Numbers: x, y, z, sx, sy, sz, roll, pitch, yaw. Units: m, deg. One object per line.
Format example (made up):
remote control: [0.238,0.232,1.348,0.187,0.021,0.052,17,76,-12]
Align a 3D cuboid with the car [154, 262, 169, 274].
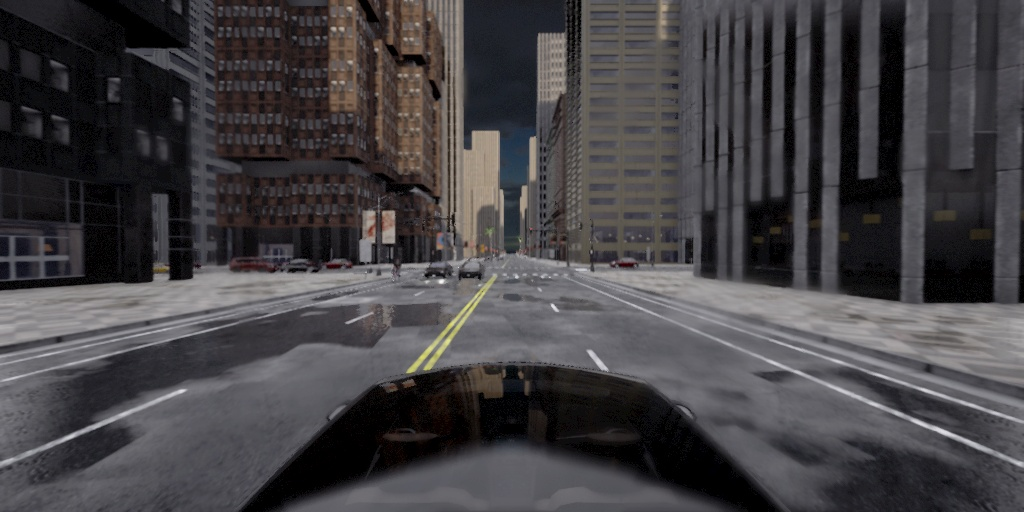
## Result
car: [-40.830,1.405,42.021,4.829,1.417,1.751,0,0,0]

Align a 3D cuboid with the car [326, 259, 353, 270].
car: [-24.724,1.125,50.552,4.097,1.591,1.967,0,0,0]

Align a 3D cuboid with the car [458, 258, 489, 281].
car: [-3.291,1.185,29.762,1.882,1.535,5.008,0,0,1]

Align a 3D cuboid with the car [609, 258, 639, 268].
car: [16.687,1.014,53.674,4.097,1.591,1.967,0,0,0]

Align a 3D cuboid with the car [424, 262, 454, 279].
car: [-6.511,1.249,32.566,2.033,1.411,5.357,0,0,0]

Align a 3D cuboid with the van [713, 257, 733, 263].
van: [27.522,1.039,45.087,3.998,1.789,1.690,0,0,0]

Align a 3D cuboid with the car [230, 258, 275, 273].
car: [-30.148,1.156,42.025,5.009,1.841,2.192,0,0,0]

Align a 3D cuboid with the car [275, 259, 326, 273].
car: [-24.722,1.388,42.028,4.313,1.339,1.948,0,0,0]

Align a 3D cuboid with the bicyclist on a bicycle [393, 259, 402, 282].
bicyclist on a bicycle: [-8.747,1.083,27.201,0.659,1.776,1.843,0,-1,0]
